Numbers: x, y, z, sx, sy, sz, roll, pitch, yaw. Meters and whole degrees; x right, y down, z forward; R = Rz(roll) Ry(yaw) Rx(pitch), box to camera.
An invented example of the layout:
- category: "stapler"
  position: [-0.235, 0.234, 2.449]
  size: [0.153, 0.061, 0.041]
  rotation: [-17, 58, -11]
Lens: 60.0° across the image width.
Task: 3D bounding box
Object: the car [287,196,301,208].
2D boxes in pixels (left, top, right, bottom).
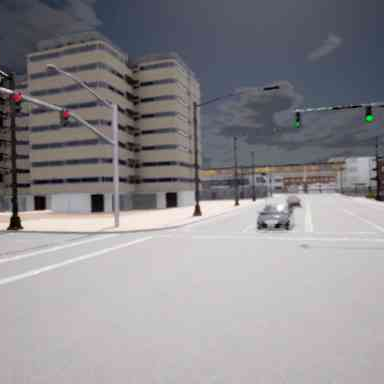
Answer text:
- category: "car"
  position: [13.239, 1.241, 43.475]
  size: [1.882, 1.535, 5.008]
  rotation: [-2, 0, 19]

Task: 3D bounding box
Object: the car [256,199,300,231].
- category: "car"
  position: [5.095, 1.453, 20.063]
  size: [2.128, 1.511, 4.902]
  rotation: [-2, 1, 21]
